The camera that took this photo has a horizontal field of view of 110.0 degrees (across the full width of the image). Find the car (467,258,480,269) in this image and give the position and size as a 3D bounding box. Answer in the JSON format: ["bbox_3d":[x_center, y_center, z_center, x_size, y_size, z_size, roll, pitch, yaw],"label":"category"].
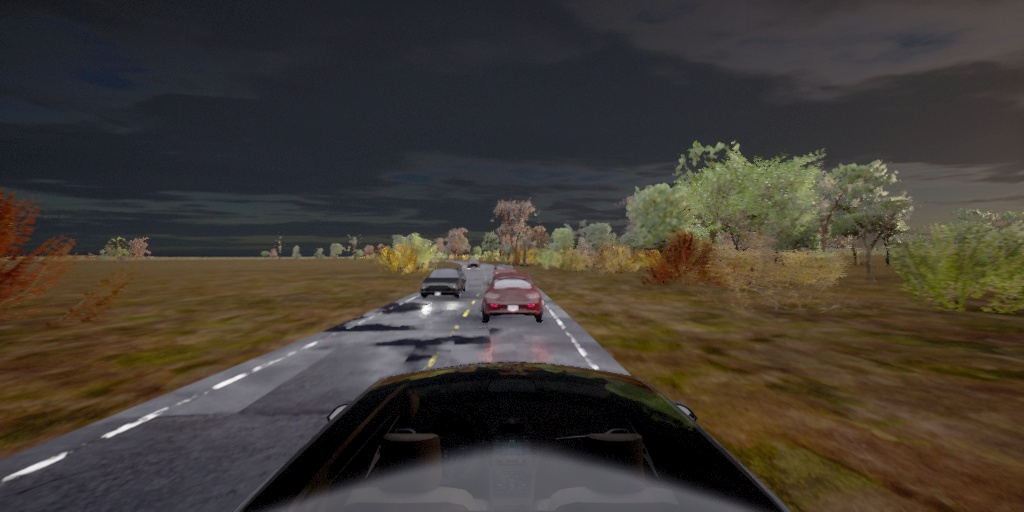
[{"bbox_3d":[-6.402,1.177,60.052,2.097,1.767,4.553,0,0,-6],"label":"car"}]

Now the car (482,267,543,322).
[{"bbox_3d":[-0.017,1.285,12.260,1.812,1.442,4.674,0,0,-1],"label":"car"}]

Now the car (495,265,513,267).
[{"bbox_3d":[-0.676,1.380,30.008,1.895,1.301,4.718,0,0,-3],"label":"car"}]

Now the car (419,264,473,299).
[{"bbox_3d":[-3.372,1.314,18.618,2.033,1.411,5.357,0,0,-2],"label":"car"}]
